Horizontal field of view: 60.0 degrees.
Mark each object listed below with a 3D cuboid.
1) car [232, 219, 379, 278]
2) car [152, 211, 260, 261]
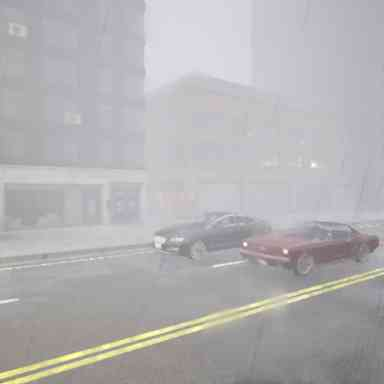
[{"bbox_3d":[3.717,1.594,10.287,4.718,1.301,1.895,0,0,-35],"label":"car"},{"bbox_3d":[0.890,1.485,12.271,4.902,1.511,2.128,0,0,-35],"label":"car"}]
